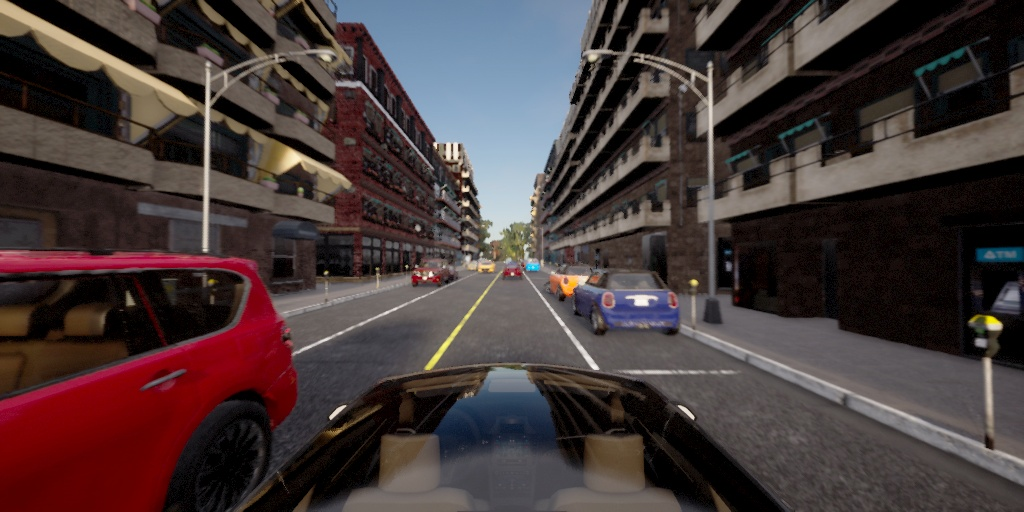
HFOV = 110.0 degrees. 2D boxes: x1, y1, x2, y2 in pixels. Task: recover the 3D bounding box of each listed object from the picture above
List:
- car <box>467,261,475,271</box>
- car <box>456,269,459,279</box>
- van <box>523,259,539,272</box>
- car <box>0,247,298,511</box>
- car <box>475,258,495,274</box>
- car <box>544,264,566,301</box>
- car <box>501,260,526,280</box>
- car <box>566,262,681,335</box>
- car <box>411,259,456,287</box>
[{"bbox_3d":[-5.694,1.452,53.464,1.751,1.417,4.829,0,0,0],"label":"car"},{"bbox_3d":[-5.692,1.433,31.350,1.802,1.307,4.207,0,0,0],"label":"car"},{"bbox_3d":[2.690,1.248,48.024,1.690,1.789,3.998,0,0,0],"label":"van"},{"bbox_3d":[-3.102,0.969,1.116,2.150,2.045,5.566,0,0,0],"label":"car"},{"bbox_3d":[-3.077,1.371,44.041,1.882,1.535,5.008,0,-1,0],"label":"car"},{"bbox_3d":[3.043,1.156,17.886,2.097,1.767,4.553,0,0,-3],"label":"car"},{"bbox_3d":[0.055,1.382,32.990,1.812,1.442,4.674,0,0,0],"label":"car"},{"bbox_3d":[3.111,1.133,10.741,2.097,1.767,4.553,0,0,0],"label":"car"},{"bbox_3d":[-5.692,1.146,25.779,2.192,1.841,5.009,0,0,0],"label":"car"}]
